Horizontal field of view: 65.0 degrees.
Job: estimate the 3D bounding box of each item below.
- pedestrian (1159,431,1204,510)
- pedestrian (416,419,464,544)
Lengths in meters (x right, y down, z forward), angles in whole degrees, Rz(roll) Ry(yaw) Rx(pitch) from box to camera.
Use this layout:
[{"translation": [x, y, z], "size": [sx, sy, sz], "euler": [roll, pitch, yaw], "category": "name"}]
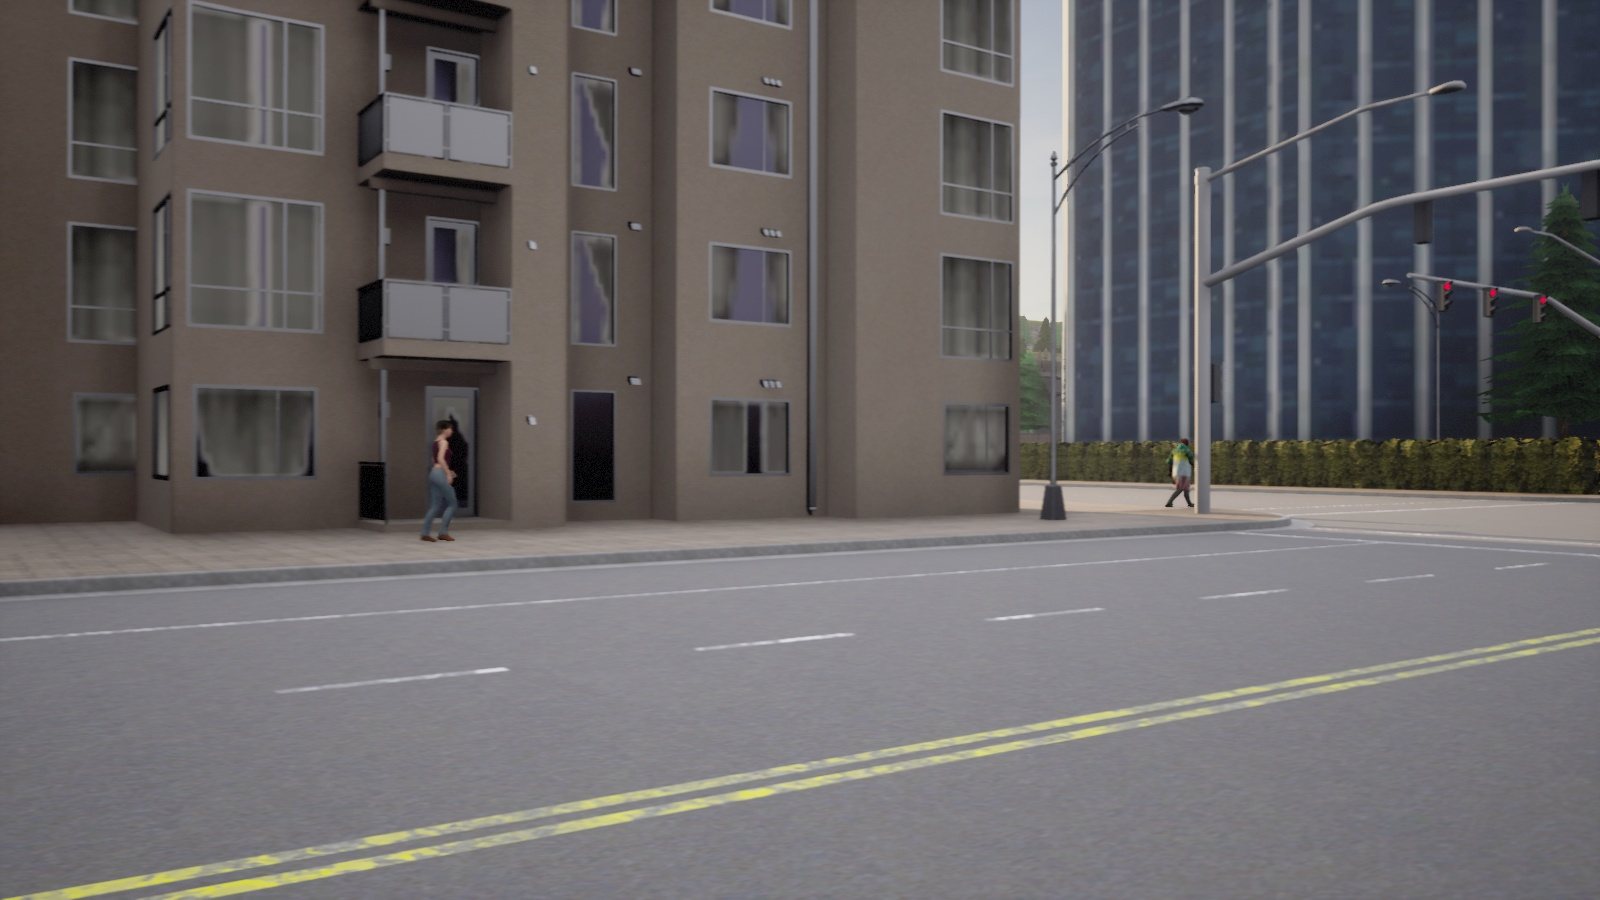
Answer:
[{"translation": [9.645, 0.512, 31.735], "size": [0.873, 1.952, 0.659], "euler": [0, 0, -23], "category": "pedestrian"}, {"translation": [-5.347, 0.460, 18.664], "size": [0.594, 1.836, 0.345], "euler": [0, 0, -38], "category": "pedestrian"}]
